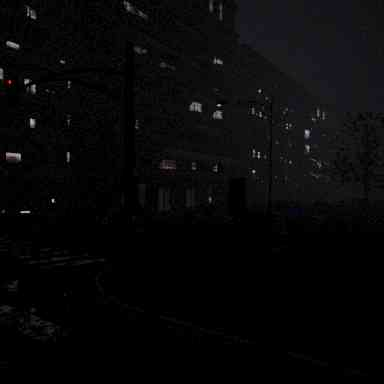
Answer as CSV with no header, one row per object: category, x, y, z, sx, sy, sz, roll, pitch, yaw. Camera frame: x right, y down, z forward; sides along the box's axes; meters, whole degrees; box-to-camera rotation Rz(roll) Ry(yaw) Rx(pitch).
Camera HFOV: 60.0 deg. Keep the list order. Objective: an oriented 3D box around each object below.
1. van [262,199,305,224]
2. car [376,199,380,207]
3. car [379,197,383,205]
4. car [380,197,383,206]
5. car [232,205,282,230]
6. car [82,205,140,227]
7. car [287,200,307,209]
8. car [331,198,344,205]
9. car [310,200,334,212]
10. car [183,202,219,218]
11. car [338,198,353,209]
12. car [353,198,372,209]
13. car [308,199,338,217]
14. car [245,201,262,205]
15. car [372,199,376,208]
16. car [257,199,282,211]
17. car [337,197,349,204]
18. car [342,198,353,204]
van,7.648,1.647,27.618,1.690,1.788,3.998,1,0,36
car,33.940,2.104,63.230,1.967,1.590,4.097,1,0,36
car,47.089,2.151,81.037,2.192,1.841,5.009,1,0,36
car,37.226,2.251,67.681,1.887,1.381,4.507,1,0,36
car,4.359,1.826,23.167,1.947,1.339,4.313,1,0,36
car,-5.664,1.625,23.699,2.008,1.369,4.403,1,0,36
car,17.342,1.973,54.860,1.802,1.307,4.206,1,0,36
car,33.776,2.176,77.117,1.947,1.339,4.313,1,0,36
car,18.097,1.913,46.122,1.882,1.535,5.008,1,0,36
car,0.910,1.711,32.602,1.887,1.381,4.507,1,0,36
car,24.071,2.064,54.235,2.033,1.411,5.357,1,0,37
car,27.368,1.891,54.328,2.192,1.841,5.009,1,0,36
car,14.221,1.837,36.522,1.967,1.590,4.097,1,0,36
car,7.483,1.839,41.505,1.802,1.307,4.206,1,0,36
car,30.652,2.202,58.778,1.802,1.307,4.206,1,0,36
car,10.770,1.742,45.957,1.967,1.590,4.097,1,0,36
car,37.064,2.093,81.569,1.967,1.590,4.097,1,0,36
car,40.248,2.220,85.883,1.752,1.417,4.829,1,0,36
